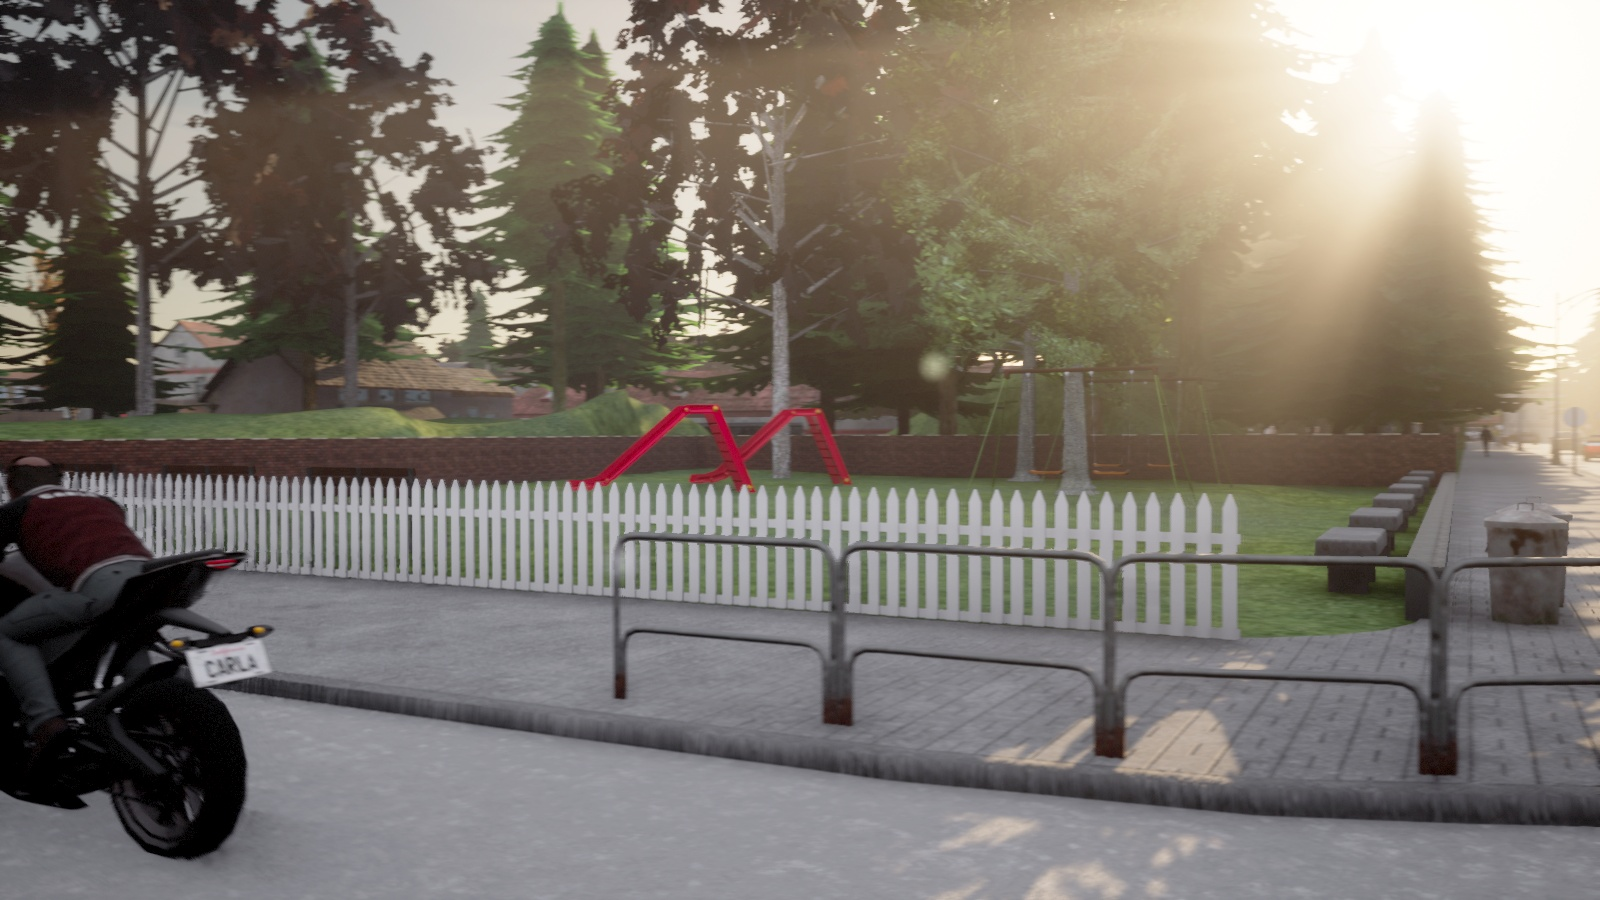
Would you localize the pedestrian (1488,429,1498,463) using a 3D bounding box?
[{"bbox_3d":[37.988,-0.239,68.801,0.370,1.835,0.726,1,1,38],"label":"pedestrian"}]

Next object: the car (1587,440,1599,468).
[{"bbox_3d":[40.719,0.190,63.425,1.481,1.376,2.207,1,1,28],"label":"car"}]

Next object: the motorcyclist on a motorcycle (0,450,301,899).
[{"bbox_3d":[-3.174,0.779,5.158,2.191,1.530,0.866,1,1,27],"label":"motorcyclist on a motorcycle"}]

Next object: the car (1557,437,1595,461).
[{"bbox_3d":[51.484,-0.085,83.360,1.837,1.490,4.892,1,1,28],"label":"car"}]
